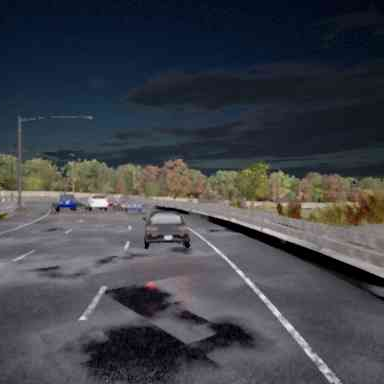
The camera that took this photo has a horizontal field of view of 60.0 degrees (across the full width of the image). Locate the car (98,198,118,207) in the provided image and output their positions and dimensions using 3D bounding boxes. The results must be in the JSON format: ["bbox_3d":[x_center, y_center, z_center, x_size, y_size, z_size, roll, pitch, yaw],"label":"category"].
[{"bbox_3d":[-13.379,1.604,52.599,1.994,1.385,4.181,0,0,-30],"label":"car"}]

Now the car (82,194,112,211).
[{"bbox_3d":[-11.834,1.260,41.126,2.150,2.045,5.566,0,0,-25],"label":"car"}]

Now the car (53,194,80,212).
[{"bbox_3d":[-15.152,1.277,39.957,2.150,2.045,5.566,0,0,-25],"label":"car"}]

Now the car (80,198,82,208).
[{"bbox_3d":[-16.391,1.604,50.823,2.033,1.411,5.357,0,0,-30],"label":"car"}]

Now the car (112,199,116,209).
[{"bbox_3d":[-9.066,1.524,43.506,1.837,1.490,4.892,0,0,-25],"label":"car"}]

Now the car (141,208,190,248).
[{"bbox_3d":[-1.196,1.525,14.658,1.812,1.442,4.674,0,0,-8],"label":"car"}]

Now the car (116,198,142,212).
[{"bbox_3d":[-7.092,1.566,38.427,2.033,1.411,5.357,0,0,-21],"label":"car"}]
